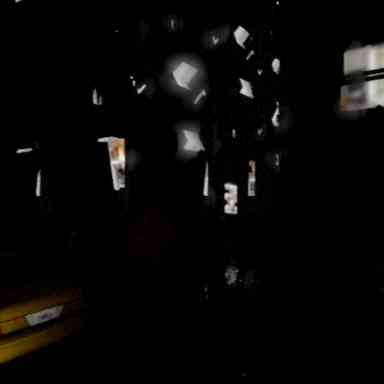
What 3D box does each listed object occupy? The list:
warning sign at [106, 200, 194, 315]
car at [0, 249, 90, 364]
[{"bbox_3d":[-0.767,1.108,6.335,1.060,1.860,1.300,0,0,35],"label":"warning sign"},{"bbox_3d":[-3.727,1.517,5.524,4.829,1.417,1.752,0,0,35],"label":"car"}]
